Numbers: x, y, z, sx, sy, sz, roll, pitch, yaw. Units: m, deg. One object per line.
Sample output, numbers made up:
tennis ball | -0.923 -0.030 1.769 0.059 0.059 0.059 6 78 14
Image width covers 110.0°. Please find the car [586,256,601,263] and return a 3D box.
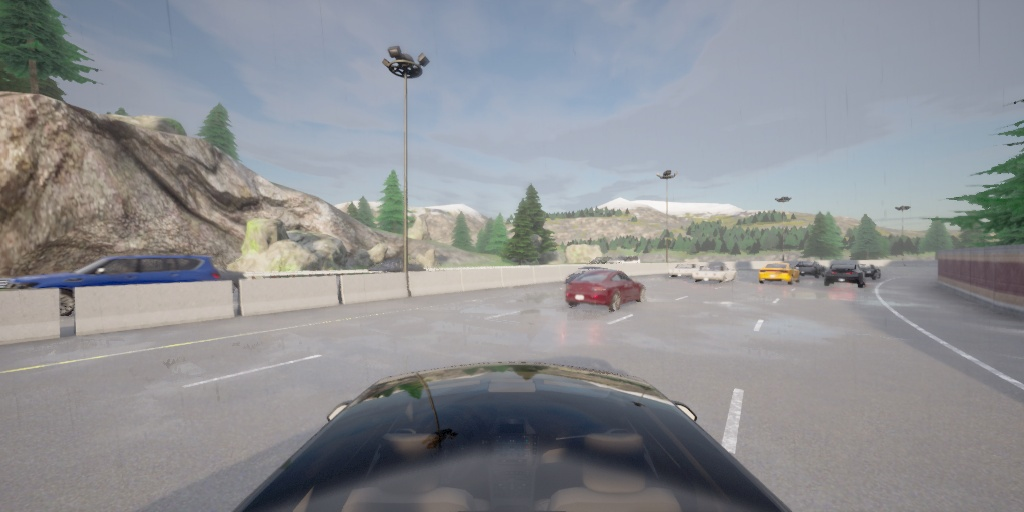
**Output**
car | 11.879 0.759 47.792 4.553 1.767 2.097 0 0 -40

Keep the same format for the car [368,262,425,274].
car | -9.882 1.241 30.995 2.128 1.511 4.902 0 0 40

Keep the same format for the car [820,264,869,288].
car | 22.454 1.255 24.155 4.892 1.490 1.837 0 0 -43

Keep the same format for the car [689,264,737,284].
car | 15.465 1.351 27.196 4.718 1.301 1.895 0 0 -45

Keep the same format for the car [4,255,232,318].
car | -14.415 0.971 13.478 2.150 2.045 5.566 0 0 34

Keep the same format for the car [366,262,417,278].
car | -11.536 1.314 34.435 1.994 1.385 4.181 0 0 41

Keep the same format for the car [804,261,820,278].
car | 27.621 1.241 33.254 4.902 1.511 2.128 0 0 -39

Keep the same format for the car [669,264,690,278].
car | 16.221 1.351 32.722 4.718 1.301 1.895 0 0 -43

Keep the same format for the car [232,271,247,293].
car | -15.885 1.241 17.442 2.128 1.511 4.902 0 0 35

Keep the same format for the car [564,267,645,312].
car | 3.783 1.275 14.284 1.812 1.442 4.674 0 0 38

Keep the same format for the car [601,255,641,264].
car | 14.079 0.967 45.070 5.566 2.045 2.150 0 0 -40

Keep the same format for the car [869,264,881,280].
car | 30.379 1.351 31.004 4.718 1.301 1.895 0 0 -39

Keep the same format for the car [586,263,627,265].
car | 4.838 1.313 20.988 1.994 1.385 4.181 0 0 41

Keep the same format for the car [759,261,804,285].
car | 19.697 1.228 26.361 5.008 1.535 1.882 0 0 -44
